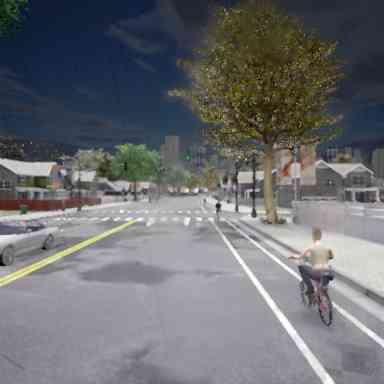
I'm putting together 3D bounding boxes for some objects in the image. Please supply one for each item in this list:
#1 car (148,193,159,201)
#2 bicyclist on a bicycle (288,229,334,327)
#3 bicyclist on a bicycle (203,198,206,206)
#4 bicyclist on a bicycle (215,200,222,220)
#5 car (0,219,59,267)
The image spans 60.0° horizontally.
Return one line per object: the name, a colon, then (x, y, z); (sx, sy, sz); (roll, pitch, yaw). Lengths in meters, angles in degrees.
car: (-9.639, 1.319, 83.713); (2.150, 2.045, 5.566); (0, 0, 0)
bicyclist on a bicycle: (2.274, 1.478, 6.166); (0.866, 1.612, 1.509); (0, 0, 0)
bicyclist on a bicycle: (2.329, 1.811, 59.761); (0.582, 1.620, 1.656); (0, -1, 0)
bicyclist on a bicycle: (2.288, 1.558, 29.056); (0.659, 1.776, 1.843); (0, 0, 0)
car: (-6.579, 1.679, 11.861); (1.895, 1.301, 4.718); (0, 0, 0)
